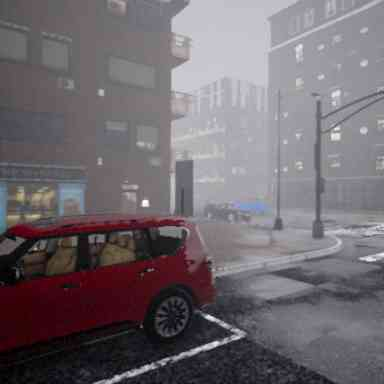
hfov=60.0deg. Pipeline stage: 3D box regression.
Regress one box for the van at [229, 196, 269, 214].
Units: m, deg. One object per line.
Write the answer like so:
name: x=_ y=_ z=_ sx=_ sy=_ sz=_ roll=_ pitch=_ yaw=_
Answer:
van: x=6.017 y=1.342 z=34.332 sx=1.690 sy=1.788 sz=3.998 roll=0 pitch=0 yaw=-35

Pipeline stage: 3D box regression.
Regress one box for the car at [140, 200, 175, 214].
car: x=-3.647 y=1.525 z=34.461 sx=1.802 sy=1.307 sz=4.206 roll=0 pitch=0 yaw=-35

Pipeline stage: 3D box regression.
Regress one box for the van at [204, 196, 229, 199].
van: x=2.840 y=1.352 z=38.937 sx=1.690 sy=1.788 sz=3.998 roll=0 pitch=0 yaw=-35

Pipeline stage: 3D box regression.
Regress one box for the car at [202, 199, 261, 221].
car: x=2.706 y=1.474 z=25.251 sx=2.008 sy=1.369 sz=4.403 roll=0 pitch=0 yaw=-35

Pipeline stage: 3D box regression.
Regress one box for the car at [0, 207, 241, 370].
car: x=-1.926 y=1.311 z=4.878 sx=5.009 sy=1.841 sz=2.192 roll=0 pitch=1 yaw=-35
